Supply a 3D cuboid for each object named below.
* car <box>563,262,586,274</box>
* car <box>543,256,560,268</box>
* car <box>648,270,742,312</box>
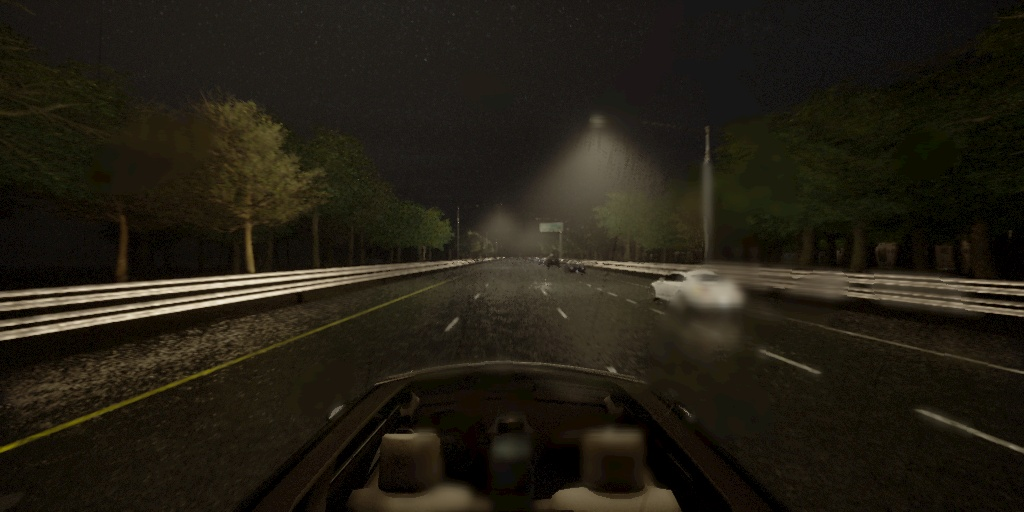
[{"bbox_3d":[7.091,1.384,41.230,1.895,1.301,4.718,0,0,0],"label":"car"},{"bbox_3d":[7.224,1.038,64.136,2.150,2.045,5.566,0,0,0],"label":"car"},{"bbox_3d":[7.009,1.283,14.150,1.812,1.442,4.674,0,0,0],"label":"car"}]
